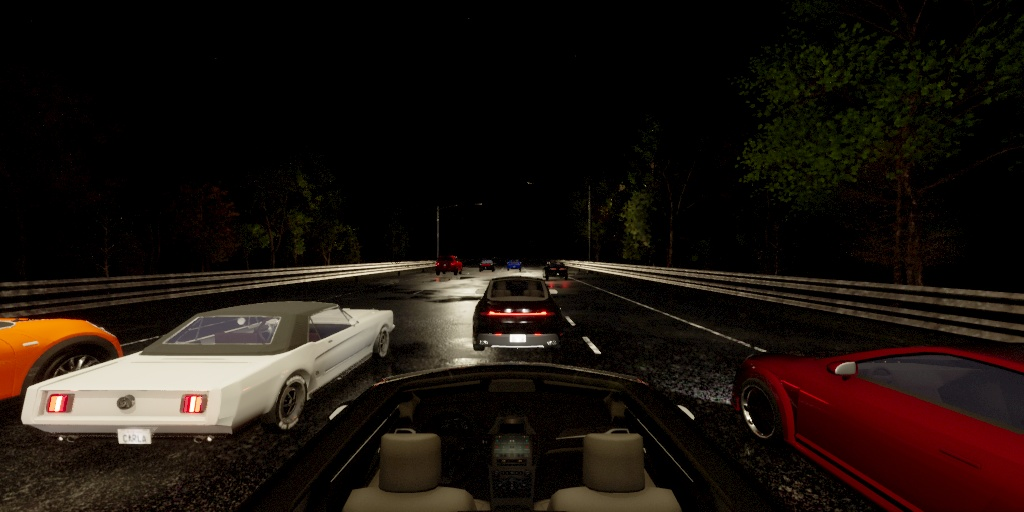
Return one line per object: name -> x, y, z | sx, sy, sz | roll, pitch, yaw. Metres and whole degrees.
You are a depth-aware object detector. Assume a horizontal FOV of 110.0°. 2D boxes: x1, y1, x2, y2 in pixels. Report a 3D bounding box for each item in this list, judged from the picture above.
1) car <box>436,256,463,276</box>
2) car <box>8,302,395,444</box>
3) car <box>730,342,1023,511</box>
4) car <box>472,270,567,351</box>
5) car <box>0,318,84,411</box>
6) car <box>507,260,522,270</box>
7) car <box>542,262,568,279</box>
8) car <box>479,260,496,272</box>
car -> -6.736, 1.006, 38.707 | 2.150, 2.045, 5.566 | 0, 0, 0
car -> -3.401, 1.350, 5.474 | 1.895, 1.301, 4.718 | 0, 0, 0
car -> 3.601, 1.314, 2.578 | 1.994, 1.385, 4.181 | 0, 0, 0
car -> 0.122, 1.255, 8.956 | 1.837, 1.490, 4.892 | 0, 0, 0
car -> -6.919, 1.102, 3.473 | 2.097, 1.767, 4.553 | 0, 0, 1
car -> 0.317, 1.279, 50.251 | 1.882, 1.535, 5.008 | 0, 0, 0
car -> 3.733, 1.264, 31.460 | 2.128, 1.511, 4.902 | 0, 0, 0
car -> -3.198, 1.286, 46.610 | 2.128, 1.511, 4.902 | 0, 0, 0
